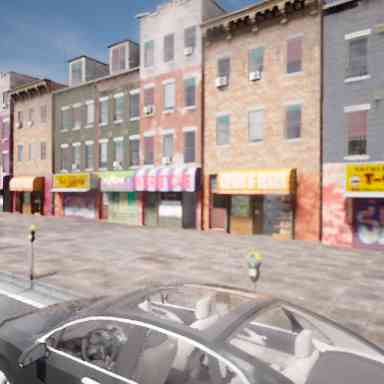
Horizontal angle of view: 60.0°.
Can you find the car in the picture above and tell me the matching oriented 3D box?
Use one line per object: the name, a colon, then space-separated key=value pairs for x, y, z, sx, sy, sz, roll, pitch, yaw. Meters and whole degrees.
car: x=-0.226 y=1.537 z=2.976 sx=4.403 sy=1.369 sz=2.008 roll=1 pitch=0 yaw=36
